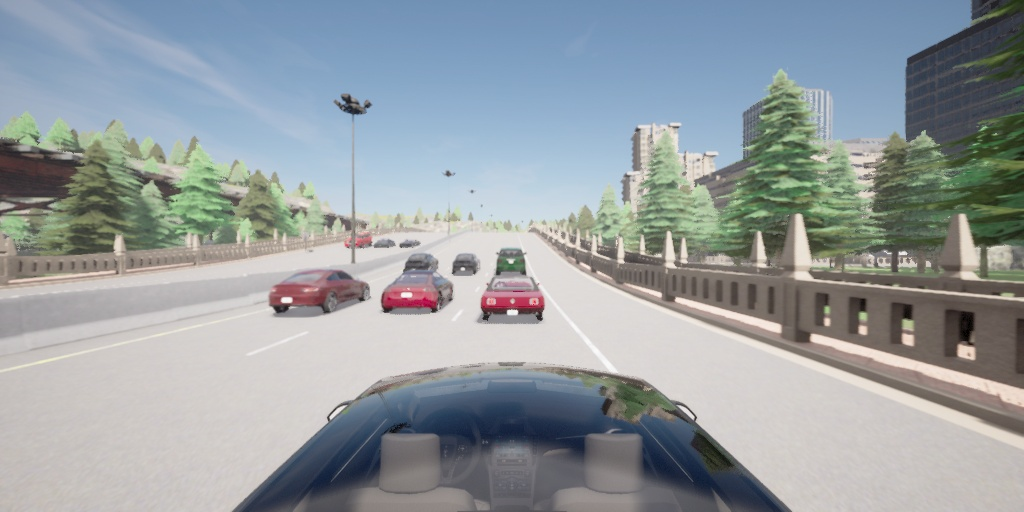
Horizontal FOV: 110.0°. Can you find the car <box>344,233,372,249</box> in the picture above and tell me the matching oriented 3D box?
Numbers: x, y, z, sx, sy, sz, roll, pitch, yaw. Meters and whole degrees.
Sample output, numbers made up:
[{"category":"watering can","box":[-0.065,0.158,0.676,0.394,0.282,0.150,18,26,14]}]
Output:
[{"category":"car","box":[-21.329,-2.158,50.119,2.150,2.045,5.566,0,7,0]}]

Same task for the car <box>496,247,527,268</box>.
[{"category":"car","box":[-0.061,0.297,27.222,2.150,2.045,5.566,0,4,0]}]

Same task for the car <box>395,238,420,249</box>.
[{"category":"car","box":[-14.333,-1.787,50.250,1.895,1.301,4.718,0,7,0]}]

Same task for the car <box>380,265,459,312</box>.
[{"category":"car","box":[-3.475,1.226,13.834,1.994,1.385,4.181,0,1,0]}]

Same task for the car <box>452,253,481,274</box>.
[{"category":"car","box":[-3.562,0.496,28.373,1.837,1.490,4.892,0,5,0]}]

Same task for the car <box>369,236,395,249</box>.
[{"category":"car","box":[-17.831,-1.829,50.271,1.994,1.385,4.181,0,7,0]}]

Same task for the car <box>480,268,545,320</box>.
[{"category":"car","box":[0.025,1.286,12.360,1.895,1.301,4.718,0,1,0]}]

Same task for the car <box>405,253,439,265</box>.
[{"category":"car","box":[-7.062,0.496,28.357,1.837,1.490,4.892,0,5,0]}]

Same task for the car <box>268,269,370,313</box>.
[{"category":"car","box":[-6.976,1.196,13.418,1.812,1.442,4.674,0,0,0]}]
